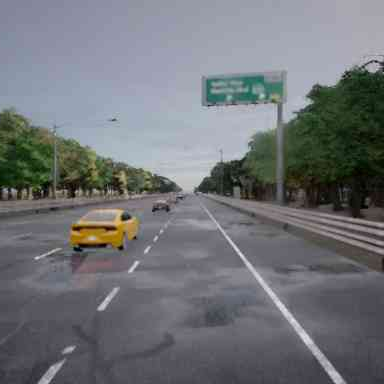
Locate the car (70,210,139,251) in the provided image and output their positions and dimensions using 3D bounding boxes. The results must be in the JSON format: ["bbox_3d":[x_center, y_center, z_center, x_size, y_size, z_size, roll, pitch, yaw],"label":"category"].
[{"bbox_3d":[-3.498,1.476,14.102,1.882,1.535,5.008,0,0,0],"label":"car"}]

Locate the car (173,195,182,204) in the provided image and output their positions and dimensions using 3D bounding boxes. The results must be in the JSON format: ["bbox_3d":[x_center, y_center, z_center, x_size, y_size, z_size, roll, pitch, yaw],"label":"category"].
[{"bbox_3d":[-3.468,1.542,61.543,2.033,1.411,5.357,0,0,0],"label":"car"}]

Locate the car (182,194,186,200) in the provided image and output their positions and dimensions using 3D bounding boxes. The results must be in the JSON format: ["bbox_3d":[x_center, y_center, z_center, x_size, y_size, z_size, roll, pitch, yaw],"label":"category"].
[{"bbox_3d":[-3.430,1.492,89.624,1.882,1.535,5.008,0,0,0],"label":"car"}]

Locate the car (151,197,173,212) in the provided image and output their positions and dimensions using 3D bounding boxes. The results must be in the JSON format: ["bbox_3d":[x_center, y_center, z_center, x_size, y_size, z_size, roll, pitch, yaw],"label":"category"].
[{"bbox_3d":[-3.484,1.521,38.379,1.812,1.442,4.674,0,0,0],"label":"car"}]
